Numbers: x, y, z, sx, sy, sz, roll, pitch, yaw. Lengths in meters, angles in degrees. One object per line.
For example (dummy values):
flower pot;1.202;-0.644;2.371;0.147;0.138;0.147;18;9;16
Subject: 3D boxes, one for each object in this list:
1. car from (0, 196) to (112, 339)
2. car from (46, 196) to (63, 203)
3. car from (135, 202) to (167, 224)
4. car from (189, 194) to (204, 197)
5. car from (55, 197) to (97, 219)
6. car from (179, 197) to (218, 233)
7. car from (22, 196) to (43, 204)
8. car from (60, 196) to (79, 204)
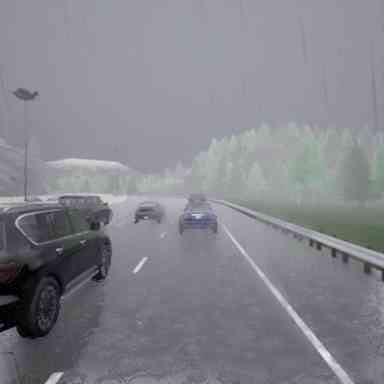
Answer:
car;-3.276;1.216;6.714;2.150;2.045;5.566;0;0;1
car;-27.549;1.481;66.802;1.812;1.442;4.674;0;0;-2
car;-3.085;1.501;25.078;1.837;1.490;4.892;0;0;1
car;0.572;1.224;39.962;2.150;2.045;5.566;0;0;1
car;-10.041;1.337;29.272;2.097;1.767;4.553;0;0;1
car;0.358;1.354;19.654;2.097;1.767;4.553;0;0;1
car;-30.971;1.504;64.655;1.994;1.385;4.181;0;0;-1
car;-23.988;1.558;65.307;1.895;1.301;4.718;0;0;-1
